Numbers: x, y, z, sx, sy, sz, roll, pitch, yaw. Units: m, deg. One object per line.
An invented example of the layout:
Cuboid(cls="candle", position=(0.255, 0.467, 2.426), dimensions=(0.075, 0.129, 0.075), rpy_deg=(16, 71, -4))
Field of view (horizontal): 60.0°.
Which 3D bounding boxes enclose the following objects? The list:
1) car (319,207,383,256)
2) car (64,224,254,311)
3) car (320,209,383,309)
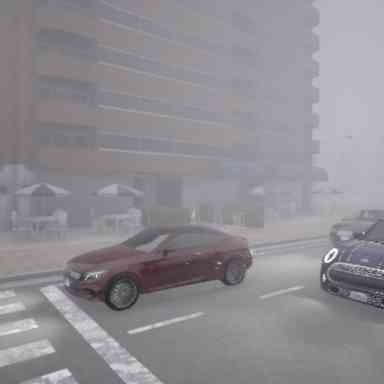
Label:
Cuboid(cls="car", position=(7.691, 1.480, 13.902), dimensions=(4.902, 1.511, 2.128), rpy_deg=(0, 0, -36))
Cuboid(cls="car", position=(-0.543, 1.523, 7.891), dimensions=(4.674, 1.442, 1.812), rpy_deg=(0, 0, -35))
Cuboid(cls="car", position=(4.939, 1.344, 7.501), dimensions=(4.553, 1.767, 2.097), rpy_deg=(0, 0, -35))
